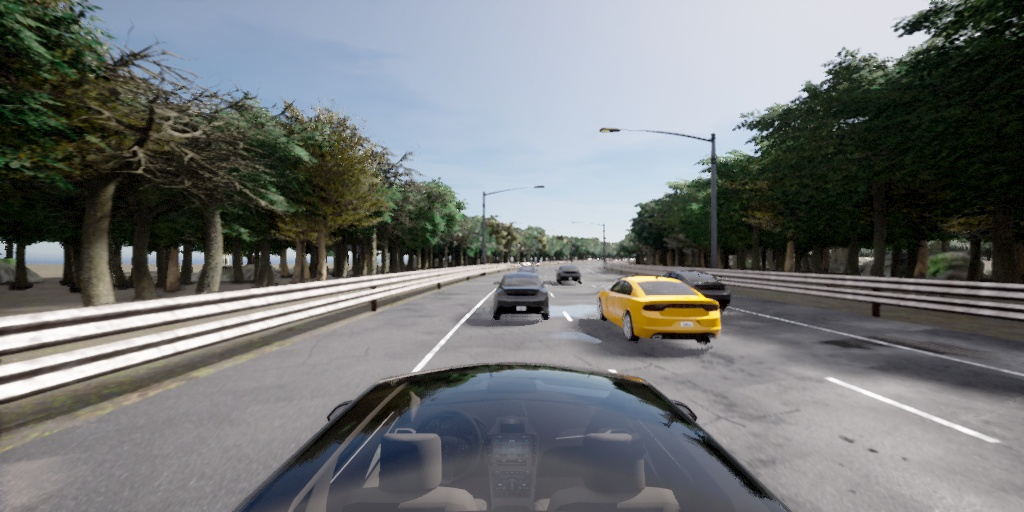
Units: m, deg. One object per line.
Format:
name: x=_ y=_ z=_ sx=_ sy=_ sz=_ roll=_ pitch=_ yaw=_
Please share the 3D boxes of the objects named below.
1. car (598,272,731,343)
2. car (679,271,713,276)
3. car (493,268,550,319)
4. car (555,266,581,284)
car: x=3.756 y=1.315 z=10.058 sx=1.882 sy=1.535 sz=5.008 roll=0 pitch=-1 yaw=1
car: x=7.437 y=1.402 z=15.533 sx=1.837 sy=1.490 sz=4.892 roll=0 pitch=0 yaw=2
car: x=0.356 y=1.378 z=13.500 sx=1.837 sy=1.490 sz=4.892 roll=0 pitch=0 yaw=2
car: x=4.806 y=1.558 z=30.819 sx=1.837 sy=1.490 sz=4.892 roll=0 pitch=0 yaw=4
